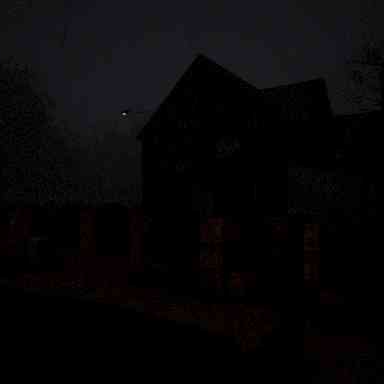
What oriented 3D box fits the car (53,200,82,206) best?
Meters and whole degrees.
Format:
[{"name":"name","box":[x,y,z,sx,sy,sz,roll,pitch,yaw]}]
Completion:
[{"name":"car","box":[-12.508,1.588,33.916,1.837,1.490,4.892,0,0,35]}]

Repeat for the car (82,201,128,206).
[{"name":"car","box":[-8.463,1.614,34.004,1.812,1.442,4.674,0,0,35]}]
